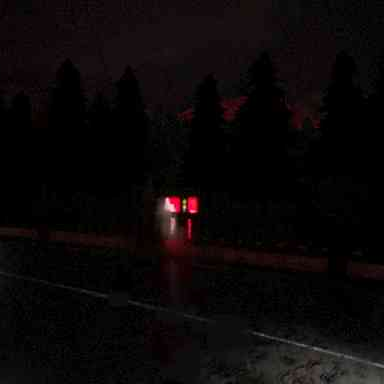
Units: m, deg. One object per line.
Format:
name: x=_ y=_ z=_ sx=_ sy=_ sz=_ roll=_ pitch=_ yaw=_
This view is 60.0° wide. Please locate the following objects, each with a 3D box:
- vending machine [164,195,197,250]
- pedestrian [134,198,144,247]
vending machine: x=-0.438 y=1.187 z=13.472 sx=0.880 sy=2.100 sz=1.100 roll=0 pitch=0 yaw=31
pedestrian: x=-1.999 y=1.132 z=12.708 sx=0.375 sy=1.860 sz=0.375 roll=0 pitch=0 yaw=31
